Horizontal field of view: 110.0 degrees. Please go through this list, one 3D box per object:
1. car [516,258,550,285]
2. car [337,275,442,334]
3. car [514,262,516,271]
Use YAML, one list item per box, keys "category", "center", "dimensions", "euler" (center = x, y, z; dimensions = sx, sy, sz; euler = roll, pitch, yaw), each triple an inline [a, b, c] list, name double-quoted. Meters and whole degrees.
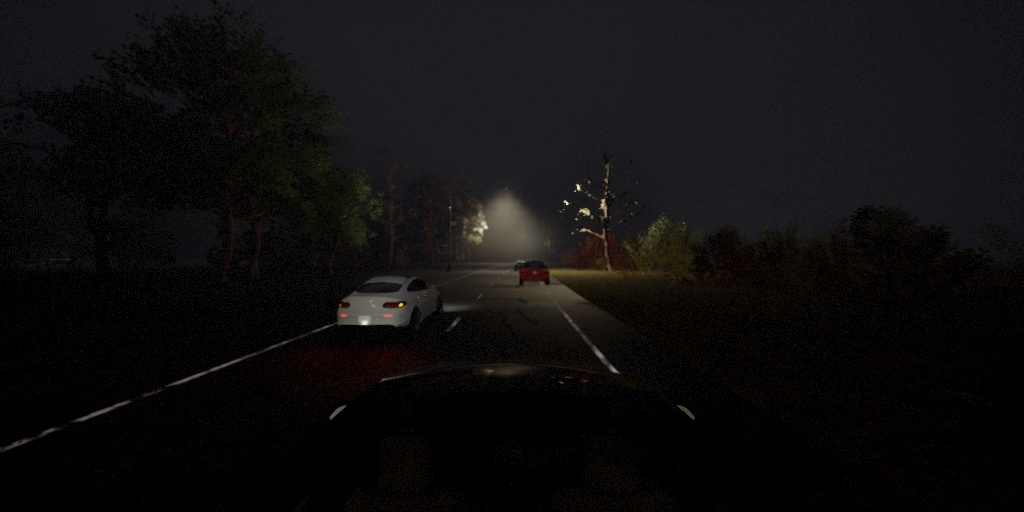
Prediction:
- category: "car"
  center: [1.572, 1.101, 26.132]
  dimensions: [2.097, 1.767, 4.553]
  euler: [0, 0, 2]
- category: "car"
  center: [-3.334, 1.272, 10.482]
  dimensions: [1.812, 1.442, 4.674]
  euler: [0, 0, 1]
- category: "car"
  center: [1.275, 1.239, 48.717]
  dimensions: [2.128, 1.511, 4.902]
  euler: [0, 0, 4]
